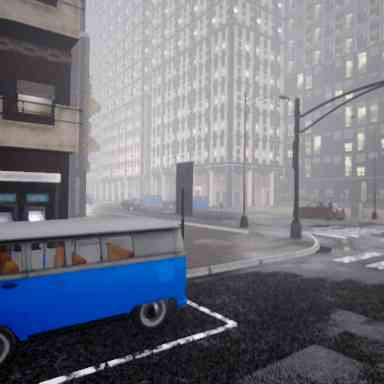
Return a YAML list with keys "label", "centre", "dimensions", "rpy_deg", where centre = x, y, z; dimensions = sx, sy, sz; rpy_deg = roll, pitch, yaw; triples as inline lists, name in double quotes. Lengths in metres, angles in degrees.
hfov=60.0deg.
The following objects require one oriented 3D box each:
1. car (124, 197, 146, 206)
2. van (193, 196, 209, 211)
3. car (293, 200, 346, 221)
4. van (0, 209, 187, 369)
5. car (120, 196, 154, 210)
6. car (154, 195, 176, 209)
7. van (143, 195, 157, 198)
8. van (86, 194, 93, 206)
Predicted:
- label: "car"
  centre: [-9.385, 1.539, 54.768]
  dimensions: [1.947, 1.339, 4.313]
  rpy_deg: [1, -1, -35]
- label: "van"
  centre: [0.431, 1.335, 40.955]
  dimensions: [1.690, 1.788, 3.998]
  rpy_deg: [1, -1, -35]
- label: "car"
  centre: [10.242, 1.458, 27.138]
  dimensions: [1.967, 1.590, 4.097]
  rpy_deg: [1, -1, -35]
- label: "van"
  centre: [-1.987, 1.339, 5.288]
  dimensions: [3.998, 1.788, 1.690]
  rpy_deg: [0, 1, -35]
- label: "car"
  centre: [-6.404, 1.397, 36.101]
  dimensions: [2.008, 1.369, 4.403]
  rpy_deg: [1, -1, -35]
- label: "car"
  centre: [-2.843, 1.537, 45.558]
  dimensions: [2.008, 1.369, 4.403]
  rpy_deg: [1, -1, -35]
- label: "van"
  centre: [-6.110, 1.321, 50.166]
  dimensions: [1.690, 1.788, 3.998]
  rpy_deg: [1, -1, -35]
- label: "van"
  centre: [-16.213, 1.167, 49.919]
  dimensions: [1.690, 1.788, 3.998]
  rpy_deg: [1, -1, -35]
